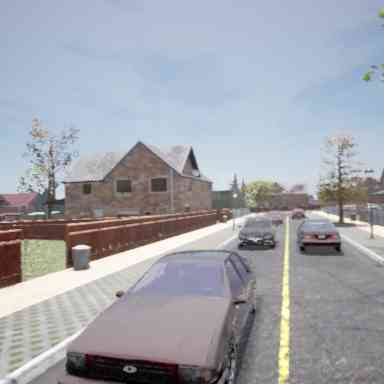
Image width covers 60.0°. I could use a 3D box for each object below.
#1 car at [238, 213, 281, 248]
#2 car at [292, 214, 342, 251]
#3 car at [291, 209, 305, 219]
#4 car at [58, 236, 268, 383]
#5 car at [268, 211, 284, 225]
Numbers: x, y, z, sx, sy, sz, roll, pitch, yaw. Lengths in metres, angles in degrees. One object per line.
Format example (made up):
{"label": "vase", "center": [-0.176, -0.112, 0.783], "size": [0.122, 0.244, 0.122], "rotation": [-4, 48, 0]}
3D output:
{"label": "car", "center": [3.741, 2.172, 18.491], "size": [1.837, 1.490, 4.892], "rotation": [-2, -2, 16]}
{"label": "car", "center": [6.356, 2.081, 16.927], "size": [2.033, 1.411, 5.357], "rotation": [-2, -2, 16]}
{"label": "car", "center": [15.429, 3.139, 48.236], "size": [1.812, 1.442, 4.674], "rotation": [-2, -3, 16]}
{"label": "car", "center": [0.084, 1.799, 5.874], "size": [2.033, 1.411, 5.357], "rotation": [-2, -2, 16]}
{"label": "car", "center": [9.139, 2.818, 36.931], "size": [1.812, 1.442, 4.674], "rotation": [-2, -3, 17]}
